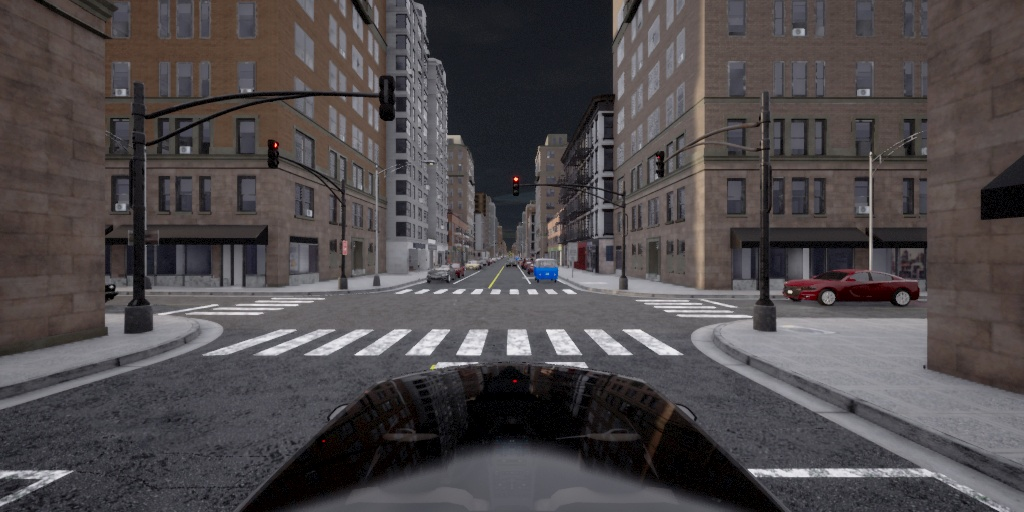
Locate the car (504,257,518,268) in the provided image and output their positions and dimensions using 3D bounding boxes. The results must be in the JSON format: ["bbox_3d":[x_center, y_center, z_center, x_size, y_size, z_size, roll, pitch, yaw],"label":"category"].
[{"bbox_3d":[-0.050,1.337,61.551,1.895,1.301,4.718,0,0,0],"label":"car"}]

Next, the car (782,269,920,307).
[{"bbox_3d":[14.781,1.326,15.813,5.008,1.535,1.882,0,0,1],"label":"car"}]

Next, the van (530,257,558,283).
[{"bbox_3d":[2.572,1.089,27.942,1.690,1.789,3.998,0,0,0],"label":"van"}]

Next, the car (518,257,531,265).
[{"bbox_3d":[2.503,1.055,56.349,2.192,1.841,5.009,0,0,0],"label":"car"}]

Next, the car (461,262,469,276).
[{"bbox_3d":[-5.466,1.293,33.595,1.888,1.381,4.507,0,0,0],"label":"car"}]

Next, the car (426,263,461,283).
[{"bbox_3d":[-5.453,1.299,27.913,2.007,1.370,4.403,0,0,0],"label":"car"}]

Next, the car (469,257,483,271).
[{"bbox_3d":[-5.508,1.269,50.471,1.751,1.417,4.829,0,0,0],"label":"car"}]

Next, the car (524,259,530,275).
[{"bbox_3d":[2.544,1.330,39.304,1.802,1.307,4.207,0,0,0],"label":"car"}]

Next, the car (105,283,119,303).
[{"bbox_3d":[-17.231,1.254,12.735,4.718,1.301,1.895,0,0,-2],"label":"car"}]

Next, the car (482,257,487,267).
[{"bbox_3d":[-5.522,1.306,56.323,1.948,1.339,4.313,0,0,0],"label":"car"}]

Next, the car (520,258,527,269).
[{"bbox_3d":[2.516,1.326,50.667,1.802,1.307,4.207,0,0,0],"label":"car"}]
